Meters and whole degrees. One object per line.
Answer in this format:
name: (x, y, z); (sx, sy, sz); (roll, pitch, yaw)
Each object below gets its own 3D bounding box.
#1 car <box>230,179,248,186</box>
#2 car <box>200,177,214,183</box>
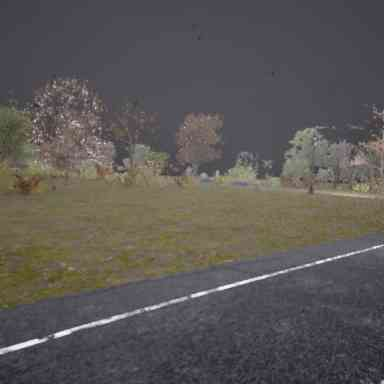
car: (10.449, -2.145, 73.681); (1.994, 1.385, 4.181); (0, 4, -41)
car: (4.226, -2.950, 80.946); (2.033, 1.411, 5.357); (0, 4, -41)
